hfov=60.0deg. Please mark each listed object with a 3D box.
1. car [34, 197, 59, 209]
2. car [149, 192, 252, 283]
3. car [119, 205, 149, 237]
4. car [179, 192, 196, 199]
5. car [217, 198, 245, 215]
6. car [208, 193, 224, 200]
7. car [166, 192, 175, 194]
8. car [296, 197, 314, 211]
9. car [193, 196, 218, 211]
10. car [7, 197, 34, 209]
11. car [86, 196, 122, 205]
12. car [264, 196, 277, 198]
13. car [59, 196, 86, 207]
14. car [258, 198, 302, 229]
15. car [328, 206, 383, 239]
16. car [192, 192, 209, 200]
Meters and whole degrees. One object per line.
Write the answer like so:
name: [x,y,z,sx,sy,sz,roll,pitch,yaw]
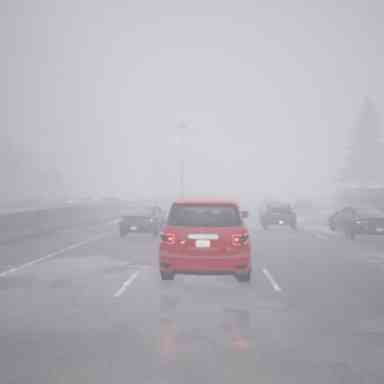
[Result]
car: [-15.995,1.257,40.115,2.033,1.411,5.357,0,0,14]
car: [0.472,1.152,9.647,2.150,2.045,5.566,0,1,5]
car: [-2.316,1.401,17.092,1.812,1.442,4.674,0,0,7]
car: [-0.951,0.789,77.785,2.097,1.767,4.553,0,0,29]
car: [3.874,1.314,32.244,2.033,1.411,5.357,0,0,13]
car: [5.425,0.978,74.837,1.812,1.442,4.674,0,0,29]
car: [-5.196,0.796,77.286,2.097,1.767,4.553,0,0,27]
car: [12.379,1.258,36.962,1.812,1.442,4.674,0,0,16]
car: [1.629,1.232,37.454,1.837,1.490,4.892,0,0,15]
car: [-19.588,1.258,40.143,2.033,1.411,5.357,0,0,14]
car: [-9.463,1.236,37.214,1.837,1.490,4.892,0,0,14]
car: [8.783,1.209,37.084,1.882,1.535,5.008,0,0,15]
car: [-12.751,1.199,38.475,1.882,1.535,5.008,0,0,14]
car: [5.186,1.356,20.385,1.837,1.490,4.892,0,0,8]
car: [8.158,1.407,16.275,1.812,1.442,4.674,0,0,7]
car: [2.037,0.804,75.961,2.097,1.767,4.553,0,0,29]
